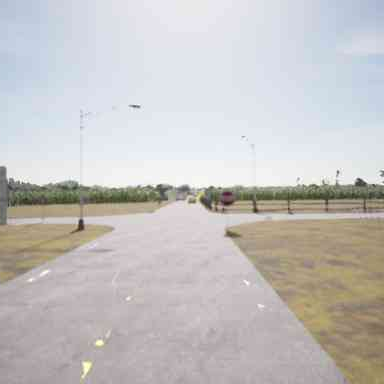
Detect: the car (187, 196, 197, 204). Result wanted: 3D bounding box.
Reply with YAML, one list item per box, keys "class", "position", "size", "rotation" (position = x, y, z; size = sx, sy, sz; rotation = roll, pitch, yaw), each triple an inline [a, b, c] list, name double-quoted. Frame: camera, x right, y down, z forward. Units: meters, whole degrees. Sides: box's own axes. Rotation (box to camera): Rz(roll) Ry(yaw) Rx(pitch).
- class: "car"
  position: [0.006, 1.845, 75.422]
  size: [1.882, 1.535, 5.008]
  rotation: [0, -1, 0]

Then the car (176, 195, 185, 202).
- class: "car"
  position: [-2.744, 1.559, 80.011]
  size: [1.812, 1.442, 4.674]
  rotation: [0, -1, 0]

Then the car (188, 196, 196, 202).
- class: "car"
  position: [0.006, 1.839, 85.845]
  size: [2.128, 1.511, 4.902]
  rotation: [0, -1, 0]
